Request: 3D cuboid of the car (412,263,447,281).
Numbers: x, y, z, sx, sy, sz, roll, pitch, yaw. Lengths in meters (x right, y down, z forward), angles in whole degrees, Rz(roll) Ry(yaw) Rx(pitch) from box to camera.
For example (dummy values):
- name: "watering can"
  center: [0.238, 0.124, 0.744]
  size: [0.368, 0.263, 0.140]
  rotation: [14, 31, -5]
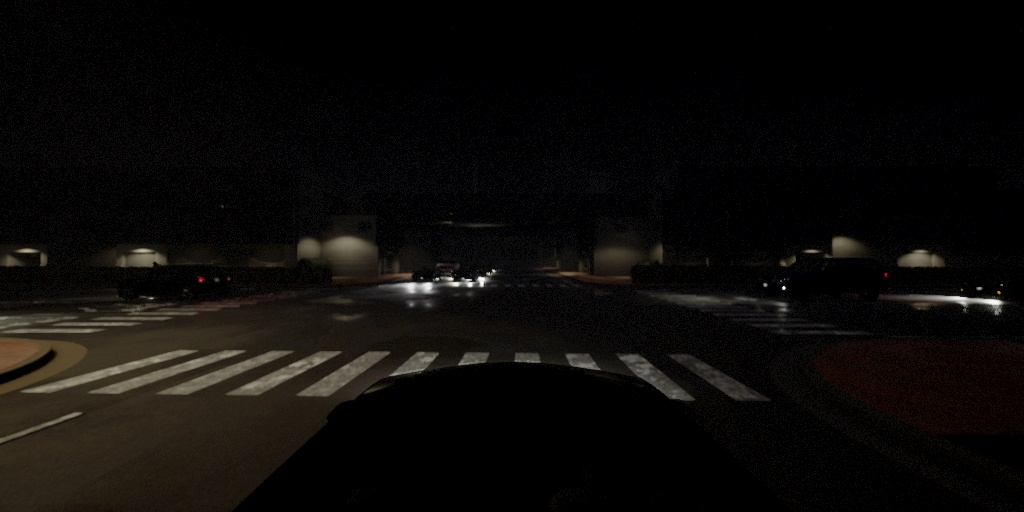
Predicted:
- name: "car"
  center: [-7.649, 1.592, 32.819]
  size: [1.895, 1.301, 4.718]
  rotation: [0, 0, 2]

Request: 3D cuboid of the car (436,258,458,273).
- name: "car"
  center: [-7.567, 1.282, 42.379]
  size: [2.150, 2.045, 5.566]
  rotation: [0, 0, 0]

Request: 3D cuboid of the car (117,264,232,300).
- name: "car"
  center: [-17.045, 1.235, 18.226]
  size: [4.553, 1.767, 2.097]
  rotation: [0, 0, 2]

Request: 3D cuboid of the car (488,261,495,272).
- name: "car"
  center: [-3.999, 1.612, 52.508]
  size: [1.882, 1.535, 5.008]
  rotation: [0, 0, 1]

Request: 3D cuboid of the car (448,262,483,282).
- name: "car"
  center: [-4.112, 1.539, 32.822]
  size: [2.033, 1.411, 5.357]
  rotation: [0, 0, 0]

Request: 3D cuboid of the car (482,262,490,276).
- name: "car"
  center: [-4.067, 1.662, 42.408]
  size: [1.895, 1.301, 4.718]
  rotation: [0, 0, 0]

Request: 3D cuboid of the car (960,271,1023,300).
- name: "car"
  center: [25.485, 1.453, 18.027]
  size: [4.181, 1.385, 1.994]
  rotation: [0, 0, 0]

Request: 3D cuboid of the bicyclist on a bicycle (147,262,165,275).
- name: "bicyclist on a bicycle"
  center: [-25.926, 1.240, 26.181]
  size: [0.582, 1.620, 1.656]
  rotation: [0, 0, 1]

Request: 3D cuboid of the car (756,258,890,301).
- name: "car"
  center: [15.520, 1.109, 18.053]
  size: [5.566, 2.045, 2.150]
  rotation: [0, 0, 0]
